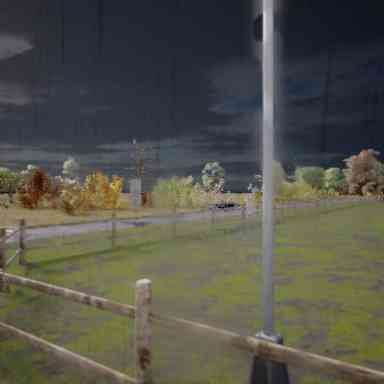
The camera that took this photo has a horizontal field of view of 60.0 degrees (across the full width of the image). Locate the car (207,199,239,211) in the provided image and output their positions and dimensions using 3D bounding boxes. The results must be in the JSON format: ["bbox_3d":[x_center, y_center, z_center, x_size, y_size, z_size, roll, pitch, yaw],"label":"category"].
[{"bbox_3d":[3.686,1.538,39.381,1.895,1.301,4.718,0,0,36],"label":"car"}]
